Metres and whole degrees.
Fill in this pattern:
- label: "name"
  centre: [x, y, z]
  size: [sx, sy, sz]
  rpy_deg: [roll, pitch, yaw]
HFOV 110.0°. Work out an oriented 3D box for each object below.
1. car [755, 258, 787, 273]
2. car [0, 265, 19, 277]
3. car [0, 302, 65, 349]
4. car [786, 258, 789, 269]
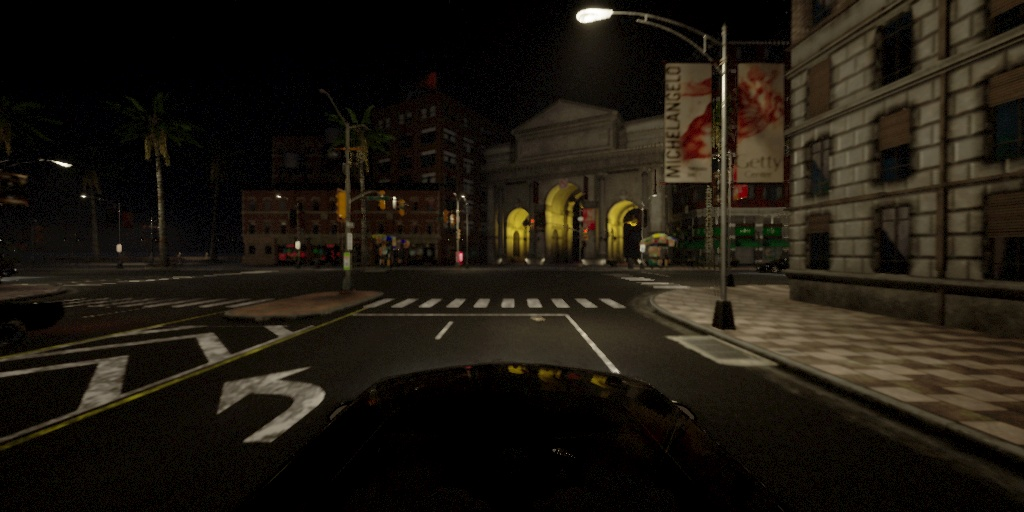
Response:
- label: "car"
  centre: [26.539, 0.911, 35.024]
  size: [4.892, 1.490, 1.837]
  rpy_deg: [0, 1, 1]
- label: "car"
  centre: [-42.865, 1.018, 28.480]
  size: [5.357, 1.411, 2.033]
  rpy_deg: [0, 1, 1]
- label: "car"
  centre: [-11.519, 1.304, 6.183]
  size: [1.895, 1.301, 4.718]
  rpy_deg: [0, 1, 1]
- label: "car"
  centre: [27.402, 0.968, 31.522]
  size: [4.674, 1.442, 1.812]
  rpy_deg: [0, 1, 1]
